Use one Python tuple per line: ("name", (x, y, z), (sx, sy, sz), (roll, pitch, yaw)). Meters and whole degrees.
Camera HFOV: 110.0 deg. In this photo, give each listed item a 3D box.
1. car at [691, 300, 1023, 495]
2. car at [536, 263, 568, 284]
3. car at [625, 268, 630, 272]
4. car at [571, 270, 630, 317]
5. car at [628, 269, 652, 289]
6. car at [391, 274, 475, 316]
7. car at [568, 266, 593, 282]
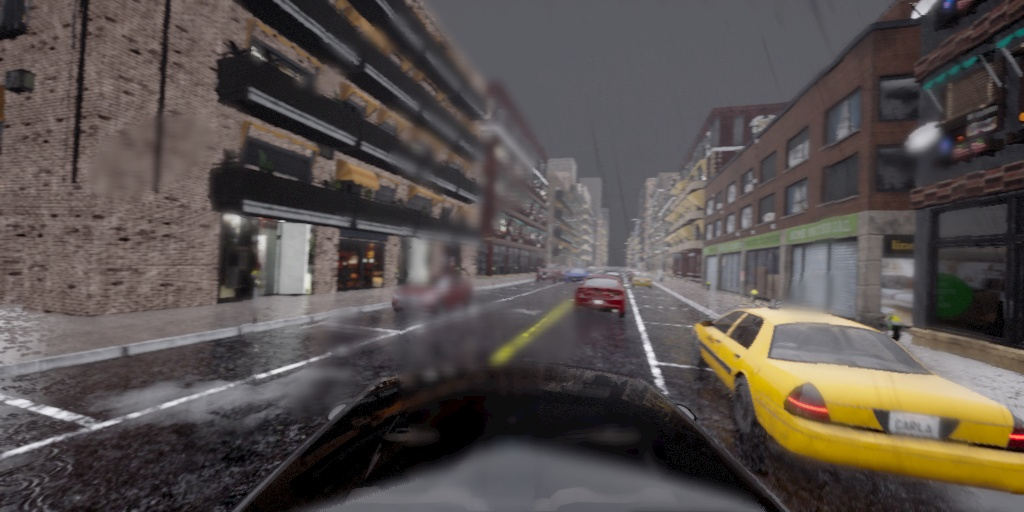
("car", (4.059, 1.432, 5.414), (1.801, 1.575, 5.366), (2, -1, 17))
("car", (3.733, 1.625, 35.068), (2.192, 1.841, 5.009), (0, 0, 17))
("car", (14.998, 2.458, 43.431), (1.888, 1.381, 4.507), (0, 0, 17))
("car", (3.849, 1.560, 15.288), (1.882, 1.535, 5.008), (2, -1, 17))
("car", (11.796, 2.167, 32.803), (1.751, 1.417, 4.829), (0, 0, 17))
("car", (-2.769, 1.347, 13.487), (1.802, 1.307, 4.207), (0, 0, 17))
("car", (6.376, 1.901, 34.694), (1.882, 1.535, 5.008), (2, -1, 17))
